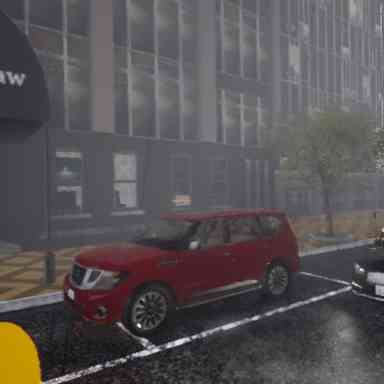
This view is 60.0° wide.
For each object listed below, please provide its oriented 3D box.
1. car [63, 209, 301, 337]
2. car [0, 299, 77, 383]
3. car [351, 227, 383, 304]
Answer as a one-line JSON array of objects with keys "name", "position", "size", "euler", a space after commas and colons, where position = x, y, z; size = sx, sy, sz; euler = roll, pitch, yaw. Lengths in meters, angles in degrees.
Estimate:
[{"name": "car", "position": [0.117, 1.305, 6.787], "size": [5.009, 1.841, 2.192], "euler": [0, -1, -36]}, {"name": "car", "position": [-3.168, 1.485, 1.117], "size": [5.008, 1.535, 1.882], "euler": [0, 0, -35]}, {"name": "car", "position": [5.376, 1.467, 7.204], "size": [4.902, 1.511, 2.128], "euler": [0, 0, -35]}]
